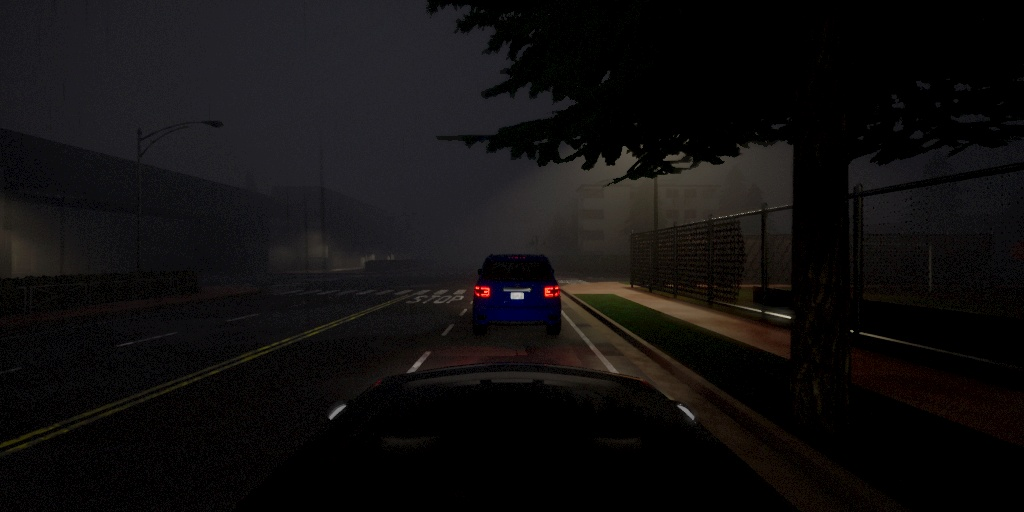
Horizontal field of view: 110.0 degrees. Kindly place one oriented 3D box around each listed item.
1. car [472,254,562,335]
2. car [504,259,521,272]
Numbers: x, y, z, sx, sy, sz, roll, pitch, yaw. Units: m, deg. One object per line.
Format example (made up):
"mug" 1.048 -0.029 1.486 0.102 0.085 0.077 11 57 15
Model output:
"car" 0.125 0.970 10.594 2.150 2.045 5.566 0 0 0
"car" 0.067 1.233 46.443 2.128 1.511 4.902 0 0 -1
